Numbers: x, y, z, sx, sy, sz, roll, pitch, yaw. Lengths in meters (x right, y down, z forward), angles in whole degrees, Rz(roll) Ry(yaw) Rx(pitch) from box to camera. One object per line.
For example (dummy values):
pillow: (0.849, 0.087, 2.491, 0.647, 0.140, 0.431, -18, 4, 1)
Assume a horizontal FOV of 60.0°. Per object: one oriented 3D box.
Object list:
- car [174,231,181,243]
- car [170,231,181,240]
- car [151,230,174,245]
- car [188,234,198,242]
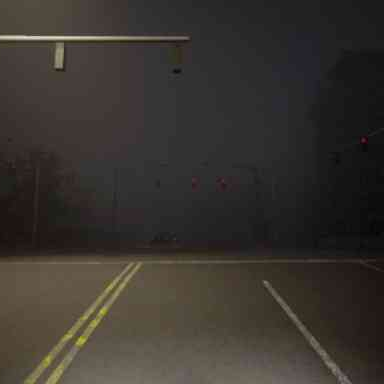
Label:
car: (-3.418, 7.162, 53.282, 2.150, 2.045, 5.566, 0, -8, 1)
car: (-3.328, 9.039, 68.432, 2.097, 1.767, 4.553, 0, -8, 0)
car: (-3.500, 5.271, 38.002, 1.882, 1.535, 5.008, 0, -8, 0)
car: (0.160, 8.898, 63.783, 2.128, 1.511, 4.902, 0, -8, 0)
